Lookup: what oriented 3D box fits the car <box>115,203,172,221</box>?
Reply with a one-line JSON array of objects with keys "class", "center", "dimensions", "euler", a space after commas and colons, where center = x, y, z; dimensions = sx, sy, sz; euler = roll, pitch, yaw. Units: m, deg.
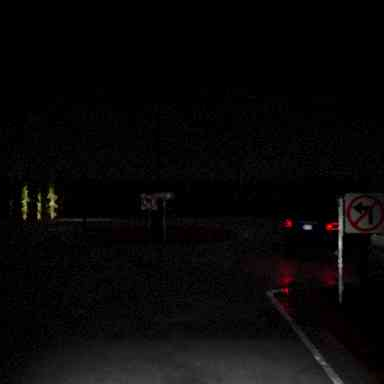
[{"class": "car", "center": [-4.232, 1.672, 29.103], "dimensions": [4.902, 1.511, 2.128], "euler": [0, -1, -7]}]

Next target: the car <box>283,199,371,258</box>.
[{"class": "car", "center": [5.614, 1.305, 13.443], "dimensions": [2.150, 2.045, 5.566], "euler": [0, 0, 39]}]
